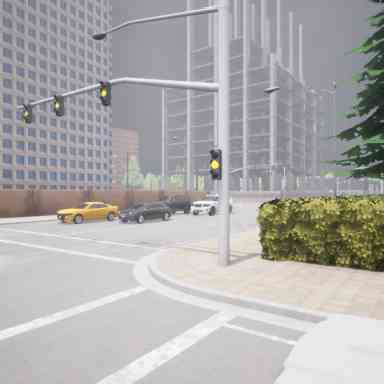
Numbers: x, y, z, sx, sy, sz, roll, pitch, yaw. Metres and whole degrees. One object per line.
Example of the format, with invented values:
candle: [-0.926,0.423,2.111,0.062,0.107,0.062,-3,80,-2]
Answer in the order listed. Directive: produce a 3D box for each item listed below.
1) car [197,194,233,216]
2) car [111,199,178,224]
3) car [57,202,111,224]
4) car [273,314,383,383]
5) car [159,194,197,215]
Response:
car: [2.165,1.277,33.860,2.150,2.045,5.566,0,0,36]
car: [-3.561,1.560,25.850,1.837,1.490,4.892,0,0,35]
car: [-7.950,1.533,25.723,1.882,1.535,5.008,0,0,35]
car: [2.861,1.601,1.926,4.718,1.301,1.895,0,0,36]
car: [-2.180,1.277,33.812,2.150,2.045,5.566,0,0,35]
